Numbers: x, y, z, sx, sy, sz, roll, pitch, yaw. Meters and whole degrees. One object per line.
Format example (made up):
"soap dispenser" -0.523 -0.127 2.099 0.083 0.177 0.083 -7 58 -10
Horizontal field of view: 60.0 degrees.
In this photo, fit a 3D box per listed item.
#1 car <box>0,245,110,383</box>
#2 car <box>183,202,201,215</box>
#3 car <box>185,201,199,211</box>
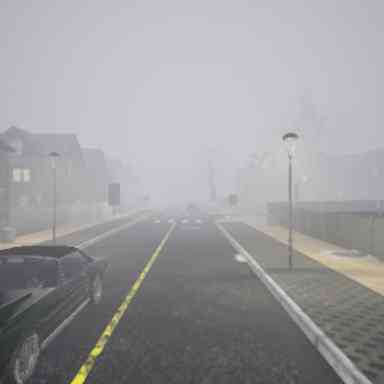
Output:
"car" -2.842 1.657 5.491 1.895 1.301 4.718 0 -1 0
"car" -0.007 1.923 39.439 1.812 1.442 4.674 0 -1 0
"car" -0.008 2.105 49.741 1.895 1.301 4.718 0 -1 0
